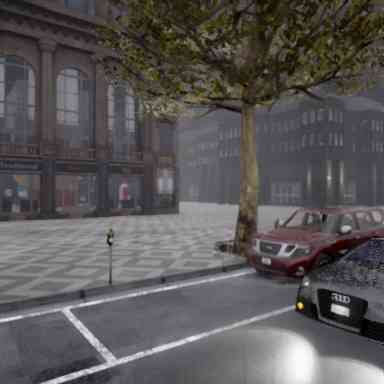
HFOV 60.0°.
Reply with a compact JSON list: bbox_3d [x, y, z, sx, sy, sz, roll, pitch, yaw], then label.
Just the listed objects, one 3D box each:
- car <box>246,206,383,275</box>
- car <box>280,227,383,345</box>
[{"bbox_3d":[3.818,1.337,9.385,5.009,1.841,2.192,0,0,-36],"label":"car"},{"bbox_3d":[3.829,1.581,6.120,4.181,1.385,1.994,0,0,-36],"label":"car"}]
